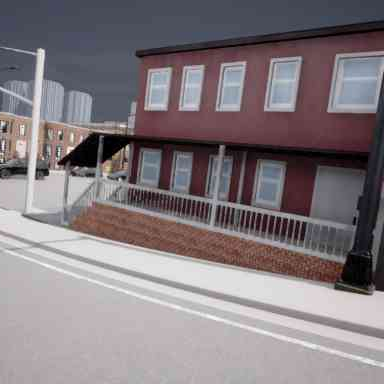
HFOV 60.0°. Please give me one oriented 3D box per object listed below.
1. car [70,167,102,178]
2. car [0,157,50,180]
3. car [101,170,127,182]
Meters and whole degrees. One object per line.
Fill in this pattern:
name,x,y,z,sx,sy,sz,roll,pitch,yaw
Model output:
car,-13.629,-2.502,42.901,1.994,1.385,4.181,11,6,36
car,-16.793,-2.326,32.504,2.150,2.045,5.566,10,6,36
car,-8.919,-2.040,43.504,1.837,1.490,4.892,10,6,35
